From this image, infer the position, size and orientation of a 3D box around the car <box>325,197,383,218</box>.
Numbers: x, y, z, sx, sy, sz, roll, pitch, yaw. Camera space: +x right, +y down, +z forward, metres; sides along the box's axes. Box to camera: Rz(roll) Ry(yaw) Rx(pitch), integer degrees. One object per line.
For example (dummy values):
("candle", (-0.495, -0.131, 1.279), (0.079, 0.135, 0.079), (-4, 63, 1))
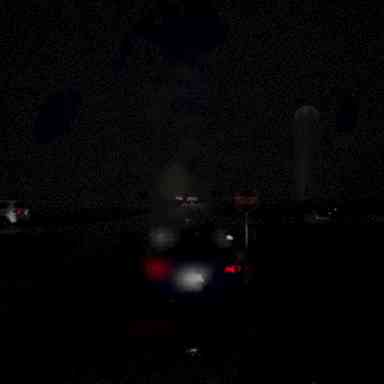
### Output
("car", (12.558, 1.049, 24.032), (5.357, 1.411, 2.033), (-2, -1, -1))

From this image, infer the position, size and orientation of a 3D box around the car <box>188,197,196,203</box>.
("car", (0.012, 1.965, 78.903), (2.033, 1.411, 5.357), (0, -1, 0))

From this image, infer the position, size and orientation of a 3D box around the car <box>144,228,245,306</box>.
("car", (0.077, 1.542, 8.033), (1.994, 1.385, 4.181), (0, 0, 1))

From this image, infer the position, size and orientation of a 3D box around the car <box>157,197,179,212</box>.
("car", (-2.841, 1.564, 38.128), (1.994, 1.385, 4.181), (0, 0, 0))

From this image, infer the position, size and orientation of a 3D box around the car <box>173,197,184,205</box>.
("car", (-2.740, 1.803, 68.158), (2.128, 1.511, 4.902), (0, -1, 0))

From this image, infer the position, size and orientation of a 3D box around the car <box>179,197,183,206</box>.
("car", (-2.829, 1.616, 47.562), (2.033, 1.411, 5.357), (0, -1, 0))

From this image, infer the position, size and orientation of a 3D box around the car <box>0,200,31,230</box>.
("car", (-14.789, 1.680, 24.241), (5.566, 2.045, 2.150), (-2, -1, -1))

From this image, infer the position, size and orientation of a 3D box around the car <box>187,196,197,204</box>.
("car", (0.010, 1.672, 68.875), (2.097, 1.767, 4.553), (0, -1, 0))
